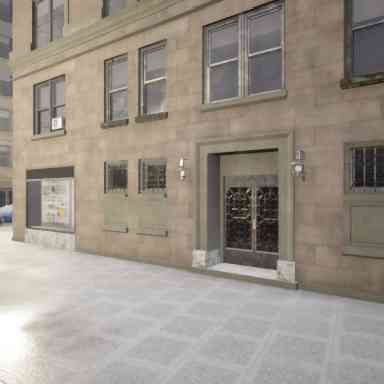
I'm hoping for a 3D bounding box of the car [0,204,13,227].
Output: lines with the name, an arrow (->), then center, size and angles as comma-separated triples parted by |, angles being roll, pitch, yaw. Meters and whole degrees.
car -> -11.905, 1.512, 23.049 | 2.033, 1.411, 5.357 | 0, 0, 39
